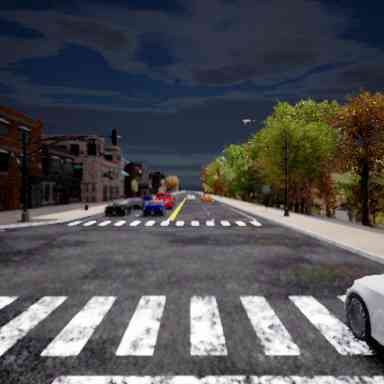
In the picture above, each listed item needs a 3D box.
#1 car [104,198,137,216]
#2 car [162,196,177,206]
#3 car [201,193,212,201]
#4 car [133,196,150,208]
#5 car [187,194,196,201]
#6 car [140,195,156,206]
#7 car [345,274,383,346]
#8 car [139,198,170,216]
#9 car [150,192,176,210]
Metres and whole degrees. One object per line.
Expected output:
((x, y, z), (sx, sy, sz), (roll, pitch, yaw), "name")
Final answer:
((-6.632, 1.455, 30.579), (1.895, 1.301, 4.718), (0, 0, 0), "car")
((-3.423, 1.325, 50.531), (1.994, 1.385, 4.181), (0, 0, 0), "car")
((3.093, 1.021, 70.918), (2.097, 1.767, 4.553), (0, 0, 0), "car")
((-6.663, 1.356, 40.365), (2.033, 1.411, 5.357), (0, 0, -1), "car")
((-0.157, 1.189, 71.027), (1.812, 1.442, 4.674), (0, 0, 0), "car")
((-6.672, 1.287, 50.403), (1.812, 1.442, 4.674), (0, 0, 0), "car")
((3.361, 1.508, 3.421), (1.812, 1.442, 4.674), (0, 0, 0), "car")
((-3.382, 1.455, 30.591), (1.895, 1.301, 4.718), (0, 0, 0), "car")
((-3.416, 1.029, 40.480), (2.150, 2.045, 5.566), (0, 0, -1), "car")
